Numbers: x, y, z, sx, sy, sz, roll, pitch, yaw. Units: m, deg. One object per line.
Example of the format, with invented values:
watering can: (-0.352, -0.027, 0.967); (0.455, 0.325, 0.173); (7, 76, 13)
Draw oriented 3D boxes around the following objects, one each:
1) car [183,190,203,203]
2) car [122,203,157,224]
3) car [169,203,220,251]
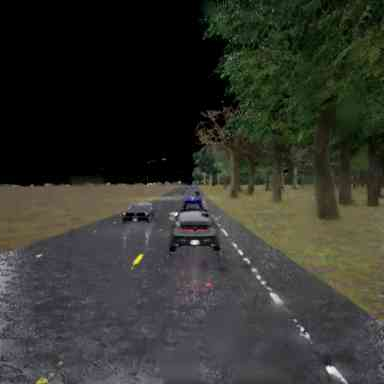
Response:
car: (0.094, 0.790, 40.053); (2.150, 2.045, 5.566); (0, 1, 0)
car: (-3.600, 1.440, 23.306); (1.895, 1.301, 4.718); (0, 1, 0)
car: (0.098, 1.438, 13.787); (1.837, 1.490, 4.892); (0, 1, 0)
